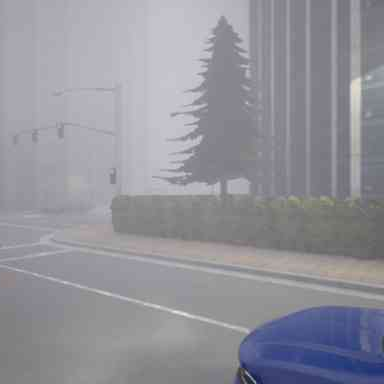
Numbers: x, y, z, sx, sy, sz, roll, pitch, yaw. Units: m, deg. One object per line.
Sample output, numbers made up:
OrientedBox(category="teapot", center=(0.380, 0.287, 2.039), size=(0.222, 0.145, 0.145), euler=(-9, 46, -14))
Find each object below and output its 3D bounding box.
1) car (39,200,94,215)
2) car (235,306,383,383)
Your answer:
OrientedBox(category="car", center=(-12.790, 1.554, 34.303), size=(2.033, 1.411, 5.357), euler=(0, 0, 36))
OrientedBox(category="car", center=(2.662, 1.478, 2.098), size=(5.008, 1.535, 1.882), euler=(-1, 0, 36))
